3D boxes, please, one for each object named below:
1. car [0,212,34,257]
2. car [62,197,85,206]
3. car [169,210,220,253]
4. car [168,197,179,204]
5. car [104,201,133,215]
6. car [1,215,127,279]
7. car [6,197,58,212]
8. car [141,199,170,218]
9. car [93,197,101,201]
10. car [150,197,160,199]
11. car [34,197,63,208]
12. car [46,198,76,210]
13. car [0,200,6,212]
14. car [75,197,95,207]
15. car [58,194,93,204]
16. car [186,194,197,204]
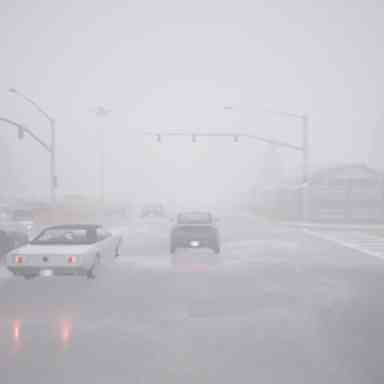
[{"bbox_3d":[-6.901,1.557,9.816,2.033,1.411,5.357,0,0,0],"label":"car"},{"bbox_3d":[-21.004,1.606,59.163,2.033,1.411,5.357,0,0,0],"label":"car"},{"bbox_3d":[0.099,1.519,13.805,1.837,1.490,4.892,0,0,0],"label":"car"},{"bbox_3d":[-3.505,1.589,62.811,1.812,1.442,4.674,0,0,0],"label":"car"},{"bbox_3d":[-6.902,1.579,31.647,2.033,1.411,5.357,0,0,0],"label":"car"},{"bbox_3d":[-3.401,1.611,10.025,1.895,1.301,4.718,0,0,0],"label":"car"},{"bbox_3d":[-14.051,1.507,29.592,1.882,1.535,5.008,0,0,-1],"label":"car"},{"bbox_3d":[-3.402,1.631,30.333,1.895,1.301,4.718,0,0,0],"label":"car"},{"bbox_3d":[-14.004,1.554,49.661,1.837,1.490,4.892,0,0,0],"label":"car"},{"bbox_3d":[-7.004,1.588,62.854,1.812,1.442,4.674,0,0,0],"label":"car"},{"bbox_3d":[-21.004,1.540,48.767,2.128,1.511,4.902,0,0,0],"label":"car"},{"bbox_3d":[-17.503,1.536,44.707,2.128,1.511,4.902,0,0,0],"label":"car"},{"bbox_3d":[-17.562,1.526,34.909,2.128,1.511,4.902,0,0,0],"label":"car"},{"bbox_3d":[-17.504,1.618,54.746,1.994,1.385,4.181,0,0,0],"label":"car"},{"bbox_3d":[-14.030,1.261,39.529,2.150,2.045,5.566,0,0,0],"label":"car"},{"bbox_3d":[-0.005,1.556,64.079,2.128,1.511,4.902,0,0,0],"label":"car"}]
